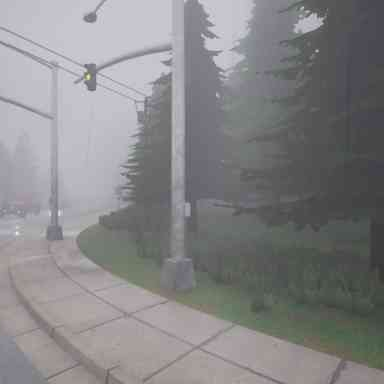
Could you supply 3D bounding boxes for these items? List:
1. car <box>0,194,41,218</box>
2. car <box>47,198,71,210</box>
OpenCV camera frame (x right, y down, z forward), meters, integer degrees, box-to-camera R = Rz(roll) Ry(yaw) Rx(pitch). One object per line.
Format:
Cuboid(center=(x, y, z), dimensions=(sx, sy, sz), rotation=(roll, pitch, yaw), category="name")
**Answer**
Cuboid(center=(-15.617, 1.221, 30.247), dimensions=(2.150, 2.045, 5.566), rotation=(0, 0, -5), category="car")
Cuboid(center=(-16.700, 1.491, 42.038), dimensions=(2.128, 1.511, 4.902), rotation=(0, 0, -5), category="car")
